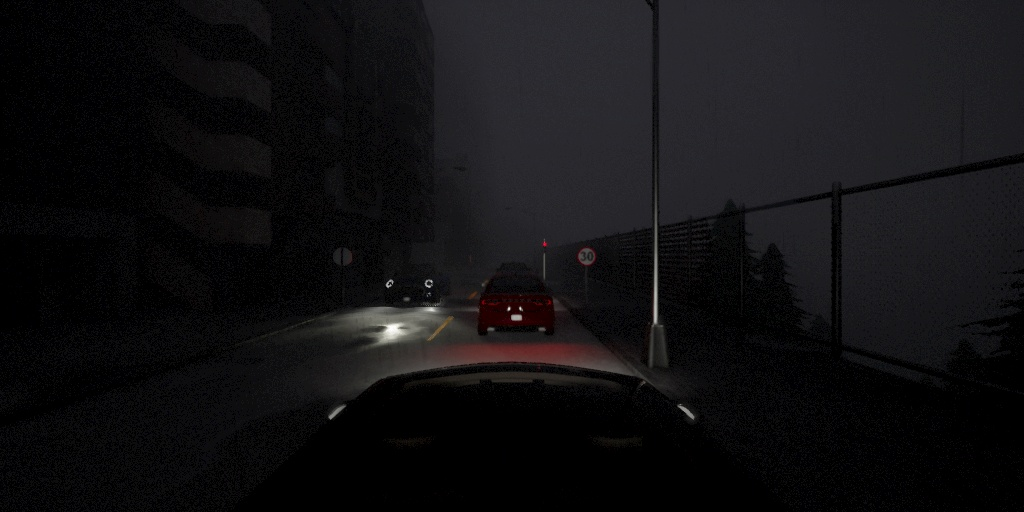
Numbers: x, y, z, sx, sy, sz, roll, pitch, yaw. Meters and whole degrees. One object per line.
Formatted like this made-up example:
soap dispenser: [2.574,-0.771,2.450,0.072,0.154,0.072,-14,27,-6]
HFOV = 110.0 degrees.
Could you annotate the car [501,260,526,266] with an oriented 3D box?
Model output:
car: [0.090,1.089,20.851,2.097,1.767,4.553,0,0,0]

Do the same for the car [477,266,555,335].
car: [0.094,1.222,10.482,1.882,1.535,5.008,0,0,0]

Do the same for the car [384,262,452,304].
car: [-4.096,1.092,16.200,2.097,1.767,4.553,0,0,0]
